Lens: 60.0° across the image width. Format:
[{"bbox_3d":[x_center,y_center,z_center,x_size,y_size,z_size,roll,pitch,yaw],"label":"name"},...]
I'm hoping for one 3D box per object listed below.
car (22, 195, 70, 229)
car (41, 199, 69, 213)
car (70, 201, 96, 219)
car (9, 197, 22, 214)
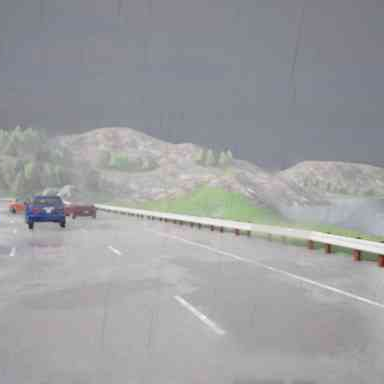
[{"bbox_3d":[-9.848,1.223,22.192,2.150,2.045,5.566,0,0,-29],"label":"car"},{"bbox_3d":[-16.033,1.544,38.725,2.033,1.411,5.357,0,0,-34],"label":"car"},{"bbox_3d":[-9.727,1.476,28.879,1.882,1.535,5.008,0,0,-30],"label":"car"},{"bbox_3d":[-18.475,1.349,36.079,2.097,1.767,4.553,0,0,-34],"label":"car"}]
